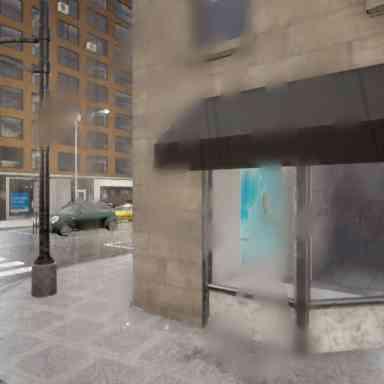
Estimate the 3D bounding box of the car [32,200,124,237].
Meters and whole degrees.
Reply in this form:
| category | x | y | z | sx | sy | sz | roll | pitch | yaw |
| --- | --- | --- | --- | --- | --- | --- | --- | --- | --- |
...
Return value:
| category | x | y | z | sx | sy | sz | roll | pitch | yaw |
| --- | --- | --- | --- | --- | --- | --- | --- | --- | --- |
| car | -6.336 | 1.366 | 18.390 | 2.097 | 1.767 | 4.553 | 0 | 0 | 36 |

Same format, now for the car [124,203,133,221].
| category | x | y | z | sx | sy | sz | roll | pitch | yaw |
| --- | --- | --- | --- | --- | --- | --- | --- | --- | --- |
| car | -4.906 | 1.546 | 24.696 | 1.752 | 1.417 | 4.829 | 0 | 0 | 36 |
